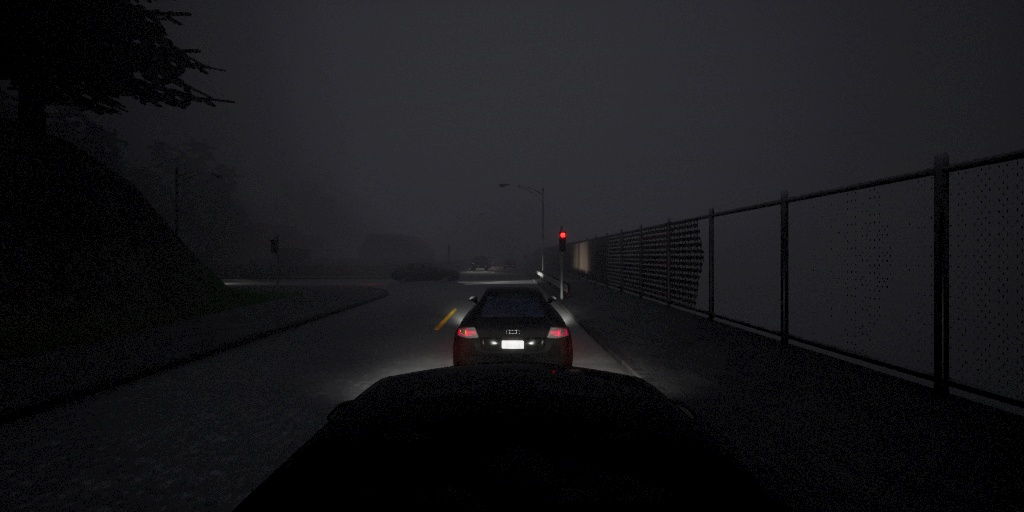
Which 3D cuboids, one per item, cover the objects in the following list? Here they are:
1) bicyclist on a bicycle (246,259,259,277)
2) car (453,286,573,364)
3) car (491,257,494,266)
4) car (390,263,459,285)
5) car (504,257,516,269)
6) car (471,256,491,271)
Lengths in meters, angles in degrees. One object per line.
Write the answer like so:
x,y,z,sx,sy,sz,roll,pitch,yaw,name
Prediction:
-24.042,1.099,33.271,0.582,1.620,1.656,0,0,0,bicyclist on a bicycle
0.019,1.314,7.450,1.994,1.385,4.181,0,0,0,car
-4.542,1.276,60.501,1.812,1.442,4.674,0,0,0,car
-6.331,1.243,26.120,4.902,1.511,2.128,0,0,-17,car
-0.324,1.257,55.741,1.837,1.490,4.892,0,1,0,car
-4.482,0.972,50.585,2.150,2.045,5.566,0,0,0,car
